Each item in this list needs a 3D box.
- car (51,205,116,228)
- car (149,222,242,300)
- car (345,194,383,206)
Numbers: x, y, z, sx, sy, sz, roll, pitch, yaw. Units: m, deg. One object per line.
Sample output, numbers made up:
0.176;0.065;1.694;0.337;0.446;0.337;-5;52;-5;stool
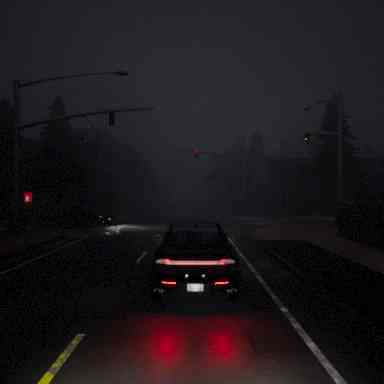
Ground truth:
-7.150;1.569;22.017;4.181;1.385;1.994;0;0;20;car
0.079;1.490;8.356;2.128;1.511;4.902;0;0;0;car
15.864;1.196;28.885;5.566;2.045;2.150;0;0;-8;car
